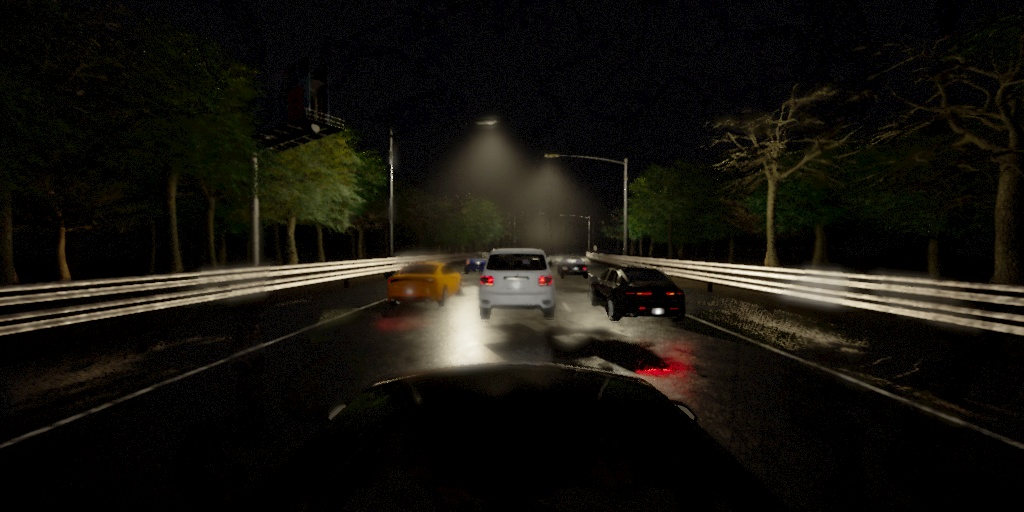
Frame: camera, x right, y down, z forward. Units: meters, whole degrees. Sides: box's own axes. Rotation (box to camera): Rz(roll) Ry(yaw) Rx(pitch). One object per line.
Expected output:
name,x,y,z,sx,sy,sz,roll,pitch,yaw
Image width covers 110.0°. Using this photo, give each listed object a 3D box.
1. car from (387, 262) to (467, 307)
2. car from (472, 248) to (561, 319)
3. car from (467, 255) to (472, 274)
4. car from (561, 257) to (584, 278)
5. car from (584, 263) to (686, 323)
car,-3.212,0.973,14.080,1.882,1.535,5.008,0,1,2
car,0.208,0.761,11.922,2.150,2.045,5.566,0,1,2
car,-2.419,0.533,29.607,2.097,1.767,4.553,0,1,4
car,4.313,0.809,25.860,2.033,1.411,5.357,0,1,4
car,3.689,1.062,11.266,1.837,1.490,4.892,0,1,2
